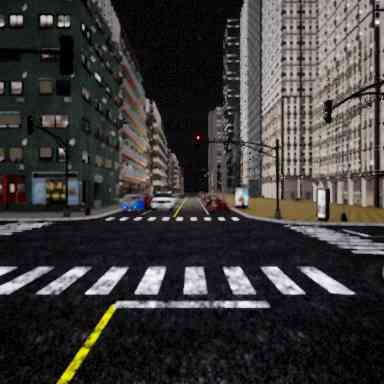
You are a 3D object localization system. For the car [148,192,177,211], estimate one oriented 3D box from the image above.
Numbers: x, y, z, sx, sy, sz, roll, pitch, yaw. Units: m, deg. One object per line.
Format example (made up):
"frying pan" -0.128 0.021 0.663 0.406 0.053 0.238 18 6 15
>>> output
"car" -3.090 0.969 36.206 2.150 2.045 5.566 0 0 0

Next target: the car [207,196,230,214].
"car" 2.696 1.355 32.265 1.802 1.307 4.206 0 0 0

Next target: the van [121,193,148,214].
"van" -5.683 1.114 32.264 1.690 1.788 3.998 0 0 0

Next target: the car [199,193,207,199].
"car" 2.695 1.034 82.012 1.802 1.307 4.206 0 0 0

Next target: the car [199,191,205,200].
"car" 2.696 1.029 59.901 1.967 1.590 4.097 0 0 0

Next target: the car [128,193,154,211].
"car" -5.683 1.051 37.791 2.192 1.841 5.009 0 0 0

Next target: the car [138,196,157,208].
"car" -5.685 1.243 43.321 1.887 1.381 4.507 0 0 0

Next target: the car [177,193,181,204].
"car" -3.074 1.171 51.160 1.812 1.442 4.674 0 0 0

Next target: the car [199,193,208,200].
"car" 2.695 1.030 76.485 1.887 1.381 4.507 0 0 0

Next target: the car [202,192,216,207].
"car" 2.697 1.138 43.319 1.967 1.590 4.097 0 0 0

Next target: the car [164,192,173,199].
"car" -5.685 0.892 82.012 1.967 1.590 4.097 0 0 0

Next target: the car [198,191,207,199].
"car" 2.696 0.733 87.538 2.192 1.841 5.009 0 0 0
